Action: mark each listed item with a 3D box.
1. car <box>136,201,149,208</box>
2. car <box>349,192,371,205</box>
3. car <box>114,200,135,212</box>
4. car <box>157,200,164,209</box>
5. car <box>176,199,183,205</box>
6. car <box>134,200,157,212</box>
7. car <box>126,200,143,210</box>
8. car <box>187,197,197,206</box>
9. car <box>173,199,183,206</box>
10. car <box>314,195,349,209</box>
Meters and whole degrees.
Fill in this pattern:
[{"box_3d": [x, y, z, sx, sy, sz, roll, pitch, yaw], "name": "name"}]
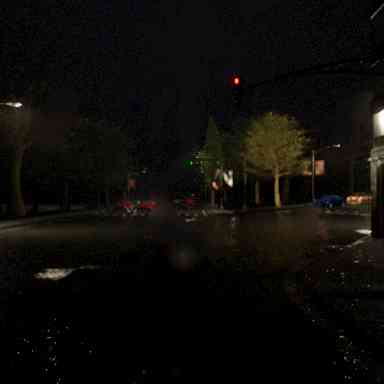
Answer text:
[{"box_3d": [-9.734, 2.433, 65.692, 1.895, 1.301, 4.718, 0, -1, 0], "name": "car"}, {"box_3d": [22.729, 0.842, 45.082, 4.553, 1.767, 2.097, -1, 0, -43], "name": "car"}, {"box_3d": [-9.740, 1.991, 47.137, 1.882, 1.535, 5.008, 0, -1, 0], "name": "car"}, {"box_3d": [-6.495, 2.225, 57.059, 2.033, 1.411, 5.357, 0, -1, 0], "name": "car"}, {"box_3d": [-3.228, 2.700, 86.565, 1.837, 1.490, 4.892, 0, -1, 0], "name": "car"}, {"box_3d": [-6.490, 1.990, 47.136, 1.882, 1.535, 5.008, 0, -1, 0], "name": "car"}, {"box_3d": [-9.748, 2.162, 56.656, 2.128, 1.511, 4.902, 0, -1, 0], "name": "car"}, {"box_3d": [0.019, 2.250, 76.180, 2.150, 2.045, 5.566, 0, -1, 0], "name": "car"}, {"box_3d": [-3.231, 2.387, 76.510, 2.097, 1.767, 4.553, 0, -1, 0], "name": "car"}, {"box_3d": [16.026, 1.086, 38.756, 5.008, 1.535, 1.882, -1, 0, -43], "name": "car"}]
